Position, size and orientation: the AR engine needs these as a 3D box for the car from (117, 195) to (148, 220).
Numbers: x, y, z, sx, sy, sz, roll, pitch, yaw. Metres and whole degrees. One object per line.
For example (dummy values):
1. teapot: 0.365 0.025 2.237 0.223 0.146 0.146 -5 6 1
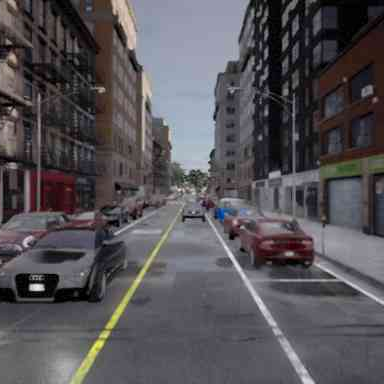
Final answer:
1. car: -5.393 1.316 28.283 2.192 1.841 5.009 0 0 0

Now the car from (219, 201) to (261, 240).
1. car: 2.640 1.441 16.922 1.967 1.590 4.097 0 0 0

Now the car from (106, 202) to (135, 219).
1. car: -5.393 1.567 22.605 1.947 1.339 4.313 0 0 0

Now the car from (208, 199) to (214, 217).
1. car: 2.640 1.551 28.280 2.008 1.369 4.403 0 0 0

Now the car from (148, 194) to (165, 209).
1. car: -5.395 1.313 45.319 2.192 1.841 5.009 0 0 0

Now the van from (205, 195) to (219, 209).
1. van: 2.641 1.339 45.316 1.690 1.788 3.998 0 0 0

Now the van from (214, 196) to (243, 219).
1. van: 2.640 1.342 22.601 1.690 1.788 3.998 0 0 0

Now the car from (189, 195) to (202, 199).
1. car: 0.100 1.524 43.196 1.812 1.442 4.674 0 0 0

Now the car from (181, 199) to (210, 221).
1. car: 0.103 1.548 26.762 2.033 1.411 5.357 0 0 0

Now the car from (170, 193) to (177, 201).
1. car: -5.411 1.514 83.513 1.752 1.417 4.829 0 0 0

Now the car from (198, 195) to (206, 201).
1. car: 2.642 1.533 89.164 1.887 1.381 4.507 0 0 0

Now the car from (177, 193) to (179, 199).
1. car: -5.407 1.513 94.476 1.752 1.417 4.829 0 0 0

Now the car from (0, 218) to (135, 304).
1. car: -2.840 1.565 8.088 1.994 1.385 4.181 0 0 0

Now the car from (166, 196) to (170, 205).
1. car: -5.397 1.311 56.675 2.192 1.841 5.009 0 0 0

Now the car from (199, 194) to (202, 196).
1. car: 2.641 1.312 50.995 2.192 1.841 5.009 0 0 0

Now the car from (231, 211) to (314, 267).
1. car: 2.639 1.545 11.243 1.887 1.381 4.507 0 0 0

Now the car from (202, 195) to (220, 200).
1. car: 2.641 1.314 39.637 2.192 1.841 5.009 0 0 0

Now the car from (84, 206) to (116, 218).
1. car: -5.392 1.583 16.927 1.802 1.307 4.206 0 0 0

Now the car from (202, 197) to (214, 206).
1. car: 2.641 1.577 56.674 1.802 1.307 4.206 0 0 0

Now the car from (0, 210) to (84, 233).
1. car: -5.391 1.441 11.249 1.967 1.590 4.097 0 0 0

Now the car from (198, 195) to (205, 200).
1. car: 2.642 1.538 94.646 2.008 1.369 4.403 0 0 0
